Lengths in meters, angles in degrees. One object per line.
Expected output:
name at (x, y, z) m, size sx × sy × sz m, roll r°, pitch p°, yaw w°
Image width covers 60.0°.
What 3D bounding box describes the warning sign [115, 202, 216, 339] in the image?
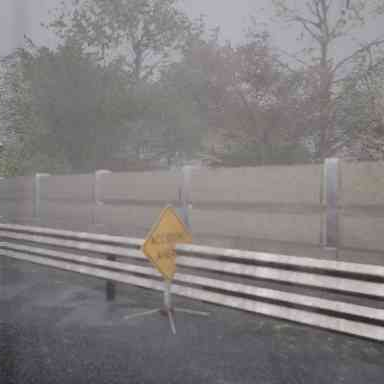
warning sign at (-0.405, 1.115, 5.448) m, size 1.060 × 1.860 × 1.300 m, roll 0°, pitch 0°, yaw 36°
